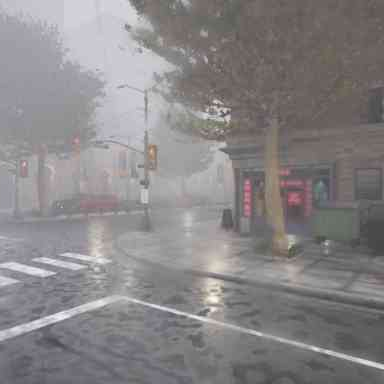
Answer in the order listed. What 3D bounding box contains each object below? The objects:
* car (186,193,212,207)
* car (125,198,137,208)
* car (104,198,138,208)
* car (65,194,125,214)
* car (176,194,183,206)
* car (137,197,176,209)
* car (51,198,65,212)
[{"bbox_3d":[1.276,1.352,52.384,2.097,1.767,4.553,0,0,36],"label":"car"},{"bbox_3d":[-7.158,1.491,46.705,2.128,1.511,4.902,0,0,36],"label":"car"},{"bbox_3d":[-10.178,1.595,47.908,1.895,1.301,4.718,0,0,36],"label":"car"},{"bbox_3d":[-10.420,1.221,36.218,2.150,2.045,5.566,0,0,36],"label":"car"},{"bbox_3d":[-0.907,1.221,55.341,2.150,2.045,5.566,0,0,36],"label":"car"},{"bbox_3d":[-4.671,1.526,44.172,1.812,1.442,4.674,0,0,36],"label":"car"},{"bbox_3d":[-13.258,1.221,38.265,2.150,2.045,5.566,0,0,36],"label":"car"}]
